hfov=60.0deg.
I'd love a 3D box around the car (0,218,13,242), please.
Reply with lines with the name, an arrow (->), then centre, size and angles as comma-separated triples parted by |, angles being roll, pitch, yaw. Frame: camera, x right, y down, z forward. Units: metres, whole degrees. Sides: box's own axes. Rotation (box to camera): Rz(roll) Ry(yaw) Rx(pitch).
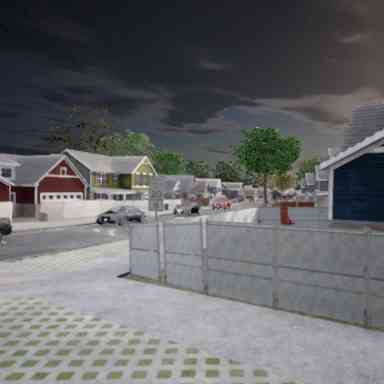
car -> -10.147, 1.563, 14.208 | 1.812, 1.442, 4.674 | 1, 0, 30

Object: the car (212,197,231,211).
car -> 4.625, 1.792, 51.081 | 2.150, 2.045, 5.566 | 1, -1, 17

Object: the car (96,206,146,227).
car -> -5.131, 1.737, 24.515 | 1.994, 1.385, 4.181 | 1, 0, 23

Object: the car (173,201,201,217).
car -> -0.462, 1.796, 36.295 | 2.128, 1.511, 4.902 | 1, 0, 20
